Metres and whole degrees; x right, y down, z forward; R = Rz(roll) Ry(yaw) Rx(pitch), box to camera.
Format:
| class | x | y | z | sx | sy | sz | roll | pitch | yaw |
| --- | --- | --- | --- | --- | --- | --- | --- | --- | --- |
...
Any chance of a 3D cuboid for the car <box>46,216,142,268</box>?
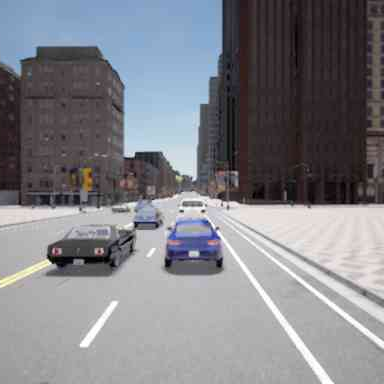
| class | x | y | z | sx | sy | sz | roll | pitch | yaw |
| --- | --- | --- | --- | --- | --- | --- | --- | --- | --- |
| car | -3.202 | 1.738 | 11.701 | 1.895 | 1.301 | 4.718 | 0 | -1 | 1 |

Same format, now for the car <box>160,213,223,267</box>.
| class | x | y | z | sx | sy | sz | roll | pitch | yaw |
| --- | --- | --- | --- | --- | --- | --- | --- | --- | --- |
| car | 0.051 | 1.665 | 11.840 | 1.812 | 1.442 | 4.674 | 0 | -1 | 0 |

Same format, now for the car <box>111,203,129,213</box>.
| class | x | y | z | sx | sy | sz | roll | pitch | yaw |
| --- | --- | --- | --- | --- | --- | --- | --- | --- | --- |
| car | -9.753 | 2.183 | 45.752 | 1.895 | 1.301 | 4.718 | 0 | -1 | 1 |

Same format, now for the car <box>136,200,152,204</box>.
| class | x | y | z | sx | sy | sz | roll | pitch | yaw |
| --- | --- | --- | --- | --- | --- | --- | --- | --- | --- |
| car | -6.508 | 1.925 | 45.182 | 2.097 | 1.767 | 4.553 | 0 | -1 | 1 |

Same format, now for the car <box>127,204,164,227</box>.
| class | x | y | z | sx | sy | sz | roll | pitch | yaw |
| --- | --- | --- | --- | --- | --- | --- | --- | --- | --- |
| car | -3.204 | 1.856 | 25.178 | 2.033 | 1.411 | 5.357 | 0 | -1 | 0 |

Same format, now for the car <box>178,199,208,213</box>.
| class | x | y | z | sx | sy | sz | roll | pitch | yaw |
| --- | --- | --- | --- | --- | --- | --- | --- | --- | --- |
| car | 0.055 | 1.544 | 26.234 | 2.150 | 2.045 | 5.566 | 0 | 0 | 1 |
